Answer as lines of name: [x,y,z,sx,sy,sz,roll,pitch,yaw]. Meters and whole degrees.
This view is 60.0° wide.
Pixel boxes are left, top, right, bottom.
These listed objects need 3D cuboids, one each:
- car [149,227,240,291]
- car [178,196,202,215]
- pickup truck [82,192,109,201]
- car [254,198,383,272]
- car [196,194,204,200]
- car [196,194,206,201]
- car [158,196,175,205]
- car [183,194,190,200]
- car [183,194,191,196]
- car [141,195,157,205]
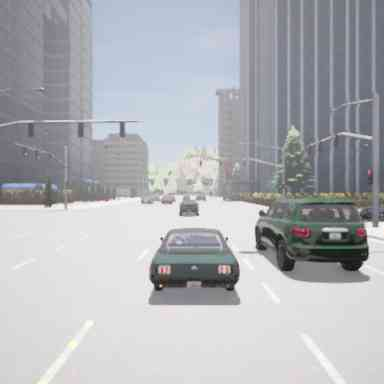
car: [0.062,1.595,8.948,1.895,1.301,4.718,0,0,0]
car: [-0.322,1.482,33.202,1.837,1.490,4.892,0,0,-1]
pickup truck: [-21.282,1.008,73.971,2.390,2.098,6.274,0,0,30]
car: [3.570,1.211,10.987,2.150,2.045,5.566,0,0,0]
car: [2.095,1.325,89.696,1.882,1.535,5.008,0,0,-1]
car: [2.256,1.294,79.416,2.097,1.767,4.553,0,0,-1]
car: [-4.465,1.437,59.074,1.882,1.535,5.008,0,0,0]
car: [-1.405,1.325,89.642,1.882,1.535,5.008,0,0,-1]
car: [-1.238,1.477,79.027,2.033,1.411,5.357,0,0,-1]
car: [-7.967,1.451,59.141,2.128,1.511,4.902,0,0,-1]
